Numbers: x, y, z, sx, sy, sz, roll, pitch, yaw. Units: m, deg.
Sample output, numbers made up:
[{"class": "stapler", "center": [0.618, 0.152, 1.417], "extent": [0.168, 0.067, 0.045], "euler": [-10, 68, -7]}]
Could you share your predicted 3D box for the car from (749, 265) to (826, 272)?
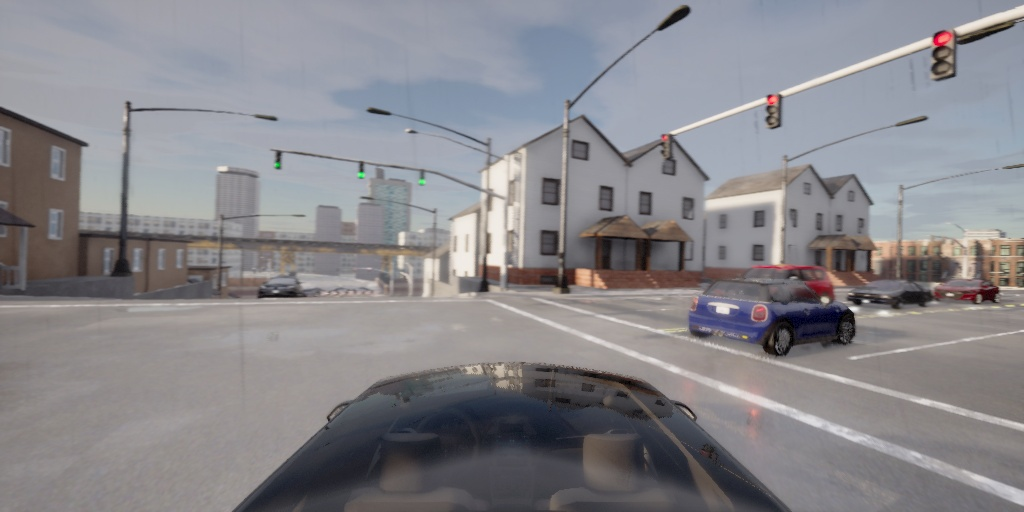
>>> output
[{"class": "car", "center": [11.405, 1.398, 15.501], "extent": [5.566, 2.045, 2.150], "euler": [2, 0, -24]}]

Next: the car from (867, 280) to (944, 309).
[{"class": "car", "center": [20.769, 2.033, 19.617], "extent": [5.357, 1.411, 2.033], "euler": [2, 0, -24]}]

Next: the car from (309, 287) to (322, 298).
[{"class": "car", "center": [-17.672, 3.515, 30.573], "extent": [1.994, 1.385, 4.181], "euler": [2, -13, -25]}]

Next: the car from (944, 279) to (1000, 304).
[{"class": "car", "center": [30.010, 2.269, 23.668], "extent": [5.008, 1.535, 1.882], "euler": [2, 0, -24]}]

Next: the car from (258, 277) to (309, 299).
[{"class": "car", "center": [-13.685, 1.972, 21.524], "extent": [1.812, 1.442, 4.674], "euler": [2, -9, -23]}]

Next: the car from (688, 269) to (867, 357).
[{"class": "car", "center": [6.874, 1.364, 9.455], "extent": [4.553, 1.767, 2.097], "euler": [2, 0, -27]}]
